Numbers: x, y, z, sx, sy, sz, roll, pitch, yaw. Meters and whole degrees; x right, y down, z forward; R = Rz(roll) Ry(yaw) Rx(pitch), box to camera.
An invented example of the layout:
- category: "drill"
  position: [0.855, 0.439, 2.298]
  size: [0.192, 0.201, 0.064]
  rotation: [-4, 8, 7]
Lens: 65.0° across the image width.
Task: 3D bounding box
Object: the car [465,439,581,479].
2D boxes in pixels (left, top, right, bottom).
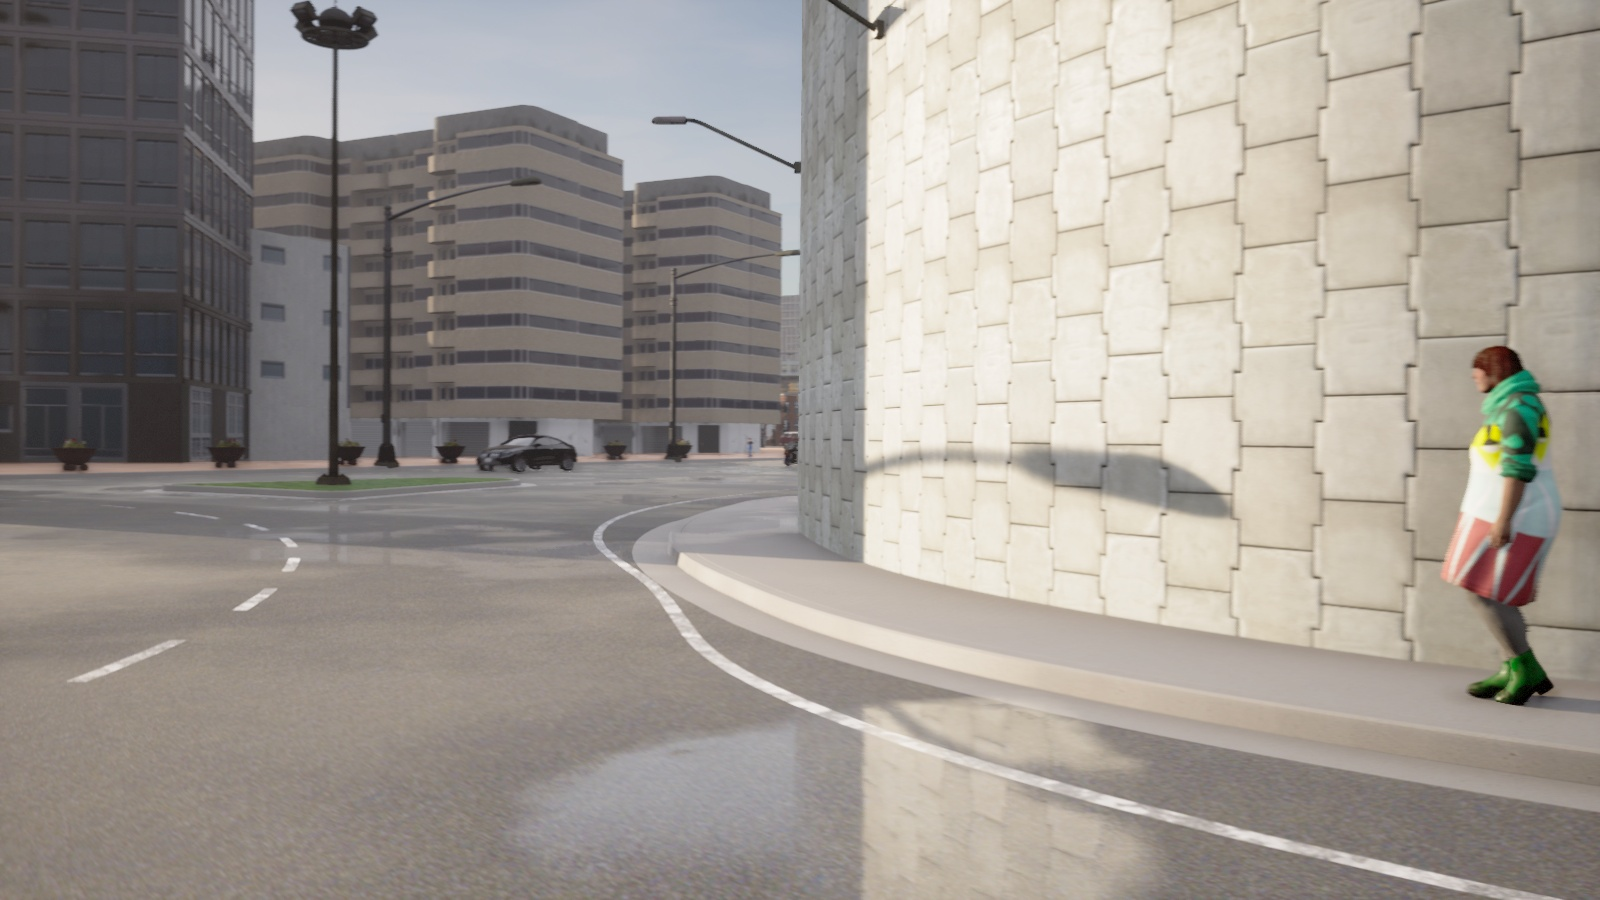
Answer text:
- category: "car"
  position: [-10.783, 0.317, 49.199]
  size: [1.812, 1.442, 4.674]
  rotation: [0, 1, 28]

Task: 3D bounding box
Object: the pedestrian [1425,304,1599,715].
- category: "pedestrian"
  position: [3.699, 0.282, 6.399]
  size: [0.873, 1.952, 0.659]
  rotation: [0, 1, 30]

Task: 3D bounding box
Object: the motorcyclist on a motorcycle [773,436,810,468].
- category: "motorcyclist on a motorcycle"
  position: [-0.404, 0.096, 61.186]
  size: [0.866, 1.530, 2.191]
  rotation: [0, 1, 28]
